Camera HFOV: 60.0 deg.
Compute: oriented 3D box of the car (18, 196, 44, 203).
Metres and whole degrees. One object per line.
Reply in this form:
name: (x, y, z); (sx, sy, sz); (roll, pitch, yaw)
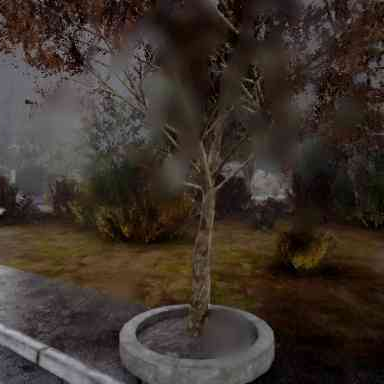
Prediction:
car: (-21.842, 1.216, 45.031); (2.033, 1.411, 5.357); (1, 0, 32)
